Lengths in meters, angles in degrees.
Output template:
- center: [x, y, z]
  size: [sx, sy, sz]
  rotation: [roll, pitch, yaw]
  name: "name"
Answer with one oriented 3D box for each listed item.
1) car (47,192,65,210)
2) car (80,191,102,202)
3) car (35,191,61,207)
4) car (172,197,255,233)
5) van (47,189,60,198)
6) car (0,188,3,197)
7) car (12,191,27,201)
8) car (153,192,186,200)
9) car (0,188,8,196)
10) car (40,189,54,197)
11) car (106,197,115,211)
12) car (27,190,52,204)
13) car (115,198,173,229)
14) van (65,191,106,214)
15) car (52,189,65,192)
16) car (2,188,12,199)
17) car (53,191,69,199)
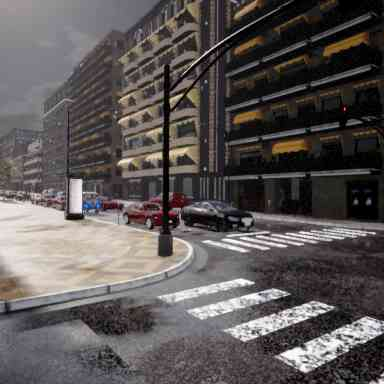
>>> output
- center: [-12.436, 0.997, 32.769]
  size: [1.887, 1.381, 4.507]
  rotation: [2, 0, -36]
  name: "car"
- center: [-15.672, 0.710, 51.423]
  size: [1.967, 1.590, 4.097]
  rotation: [2, 0, -36]
  name: "car"
- center: [-15.770, 0.909, 37.338]
  size: [1.887, 1.381, 4.507]
  rotation: [2, 0, -36]
  name: "car"
- center: [1.308, 1.277, 18.309]
  size: [2.128, 1.511, 4.902]
  rotation: [1, 0, -36]
  name: "car"
- center: [-29.007, 0.260, 69.700]
  size: [1.690, 1.788, 3.998]
  rotation: [2, 0, -36]
  name: "van"
- center: [-39.112, 0.301, 69.323]
  size: [2.008, 1.369, 4.403]
  rotation: [2, 0, -36]
  name: "car"
- center: [-25.771, 0.541, 51.046]
  size: [1.967, 1.590, 4.097]
  rotation: [2, 0, -36]
  name: "car"
- center: [-2.330, 0.936, 33.146]
  size: [2.192, 1.841, 5.009]
  rotation: [2, 0, -36]
  name: "car"
- center: [-42.440, -0.022, 73.893]
  size: [2.192, 1.841, 5.009]
  rotation: [2, 0, -36]
  name: "car"
- center: [-32.345, 0.272, 74.270]
  size: [1.967, 1.590, 4.097]
  rotation: [2, 0, -36]
  name: "car"
- center: [-7.979, 1.141, 31.037]
  size: [1.895, 1.301, 4.718]
  rotation: [1, 0, -36]
  name: "car"
- center: [-19.004, 0.805, 41.771]
  size: [1.752, 1.417, 4.829]
  rotation: [2, 0, -36]
  name: "car"
- center: [-2.433, 1.261, 19.061]
  size: [1.887, 1.381, 4.507]
  rotation: [2, 0, -36]
  name: "car"
- center: [-9.095, 0.881, 28.200]
  size: [1.690, 1.788, 3.998]
  rotation: [2, 0, -36]
  name: "van"
- center: [-15.382, 0.697, 41.227]
  size: [2.097, 1.767, 4.553]
  rotation: [1, 0, -36]
  name: "car"
- center: [-32.443, 0.470, 60.185]
  size: [1.887, 1.381, 4.507]
  rotation: [2, 0, -36]
  name: "car"
- center: [-25.779, 0.529, 65.268]
  size: [1.752, 1.417, 4.829]
  rotation: [2, 0, -36]
  name: "car"
